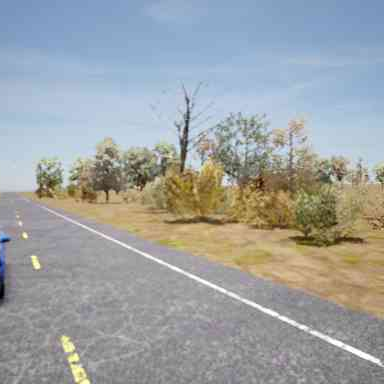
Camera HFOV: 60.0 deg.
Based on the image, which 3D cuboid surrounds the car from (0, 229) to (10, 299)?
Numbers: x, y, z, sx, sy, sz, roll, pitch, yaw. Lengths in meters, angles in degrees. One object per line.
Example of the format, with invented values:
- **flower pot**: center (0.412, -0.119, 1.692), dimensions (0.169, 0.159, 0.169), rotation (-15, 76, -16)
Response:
- **car**: center (-5.553, 1.465, 8.014), dimensions (1.882, 1.535, 5.008), rotation (0, 0, -29)
